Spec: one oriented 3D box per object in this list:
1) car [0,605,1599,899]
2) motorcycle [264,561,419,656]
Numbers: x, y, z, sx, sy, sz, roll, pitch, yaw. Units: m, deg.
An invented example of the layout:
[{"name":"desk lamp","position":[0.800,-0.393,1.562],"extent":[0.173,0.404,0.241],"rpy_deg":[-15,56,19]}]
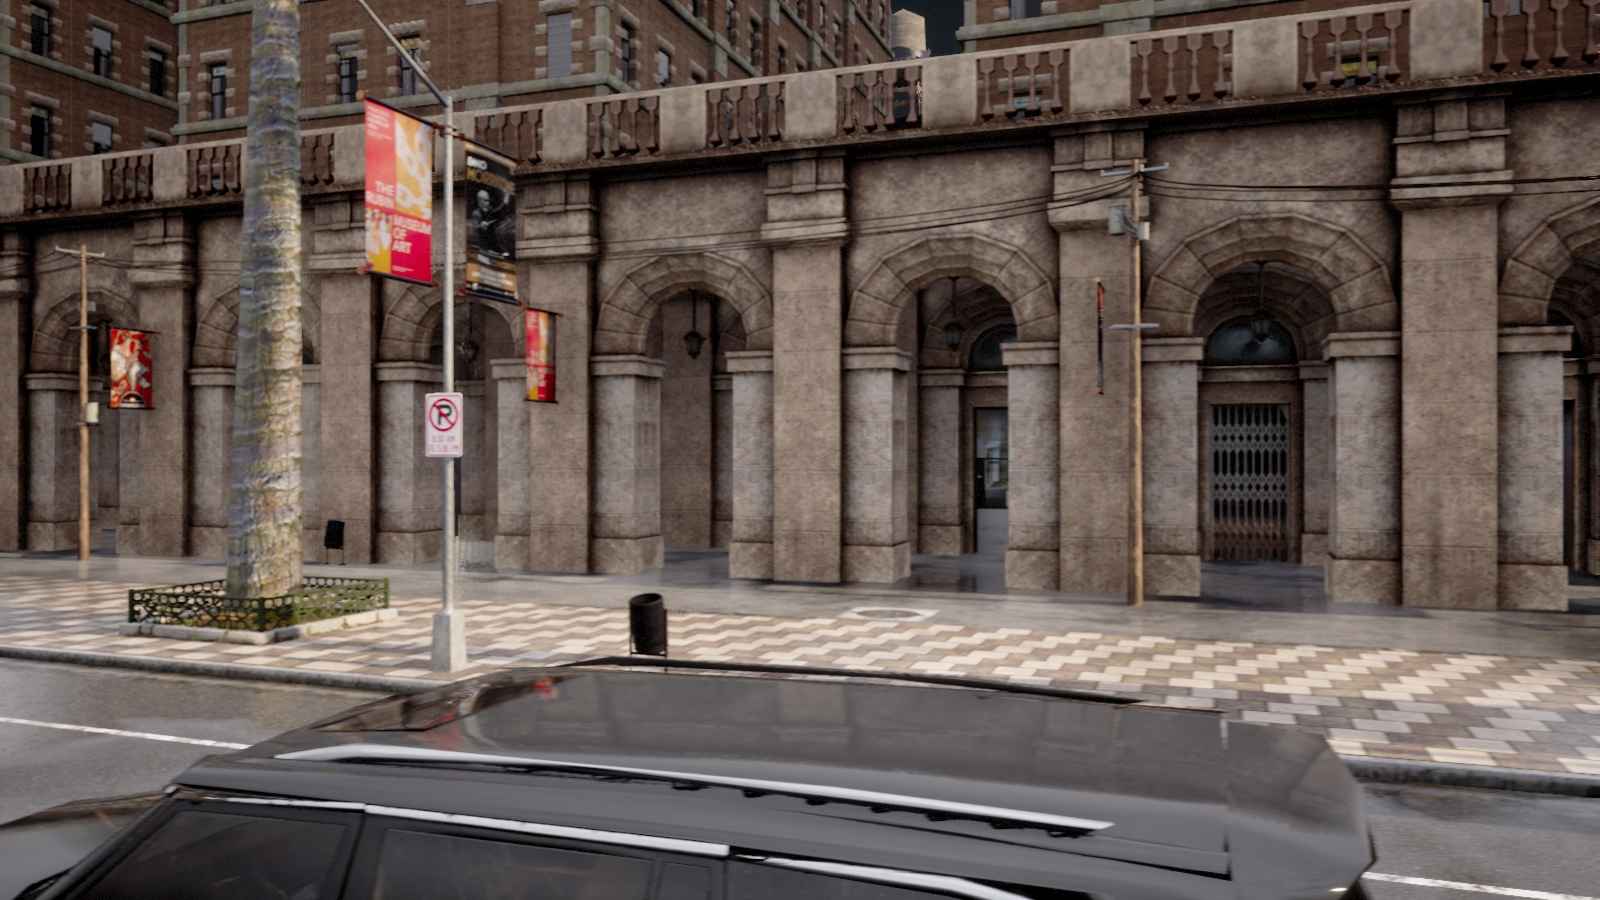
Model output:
[{"name":"car","position":[-0.937,1.780,3.639],"extent":[5.566,2.045,2.150],"rpy_deg":[0,0,20]},{"name":"motorcycle","position":[-6.514,2.218,16.232],"extent":[2.033,1.145,0.803],"rpy_deg":[0,0,20]}]
